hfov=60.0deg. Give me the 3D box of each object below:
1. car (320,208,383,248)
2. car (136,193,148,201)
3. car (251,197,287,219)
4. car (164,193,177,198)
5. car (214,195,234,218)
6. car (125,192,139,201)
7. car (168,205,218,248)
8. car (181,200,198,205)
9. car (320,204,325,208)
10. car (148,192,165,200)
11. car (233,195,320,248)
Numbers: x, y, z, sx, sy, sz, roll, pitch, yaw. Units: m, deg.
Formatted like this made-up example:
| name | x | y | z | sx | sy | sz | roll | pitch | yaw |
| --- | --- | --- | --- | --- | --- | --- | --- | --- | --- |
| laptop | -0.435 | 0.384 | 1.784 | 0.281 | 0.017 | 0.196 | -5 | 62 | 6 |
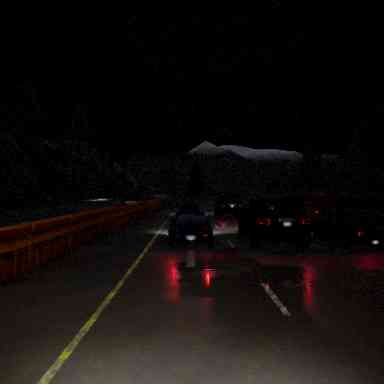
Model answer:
| name | x | y | z | sx | sy | sz | roll | pitch | yaw |
| --- | --- | --- | --- | --- | --- | --- | --- | --- | --- |
| car | 6.933 | 1.616 | 14.835 | 1.895 | 1.301 | 4.718 | 0 | 0 | -1 |
| car | -11.127 | 1.471 | 80.807 | 1.895 | 1.301 | 4.718 | 0 | 0 | 16 |
| car | 6.744 | 1.366 | 29.773 | 2.097 | 1.767 | 4.553 | 0 | 0 | -1 |
| car | -4.460 | 1.442 | 78.675 | 1.994 | 1.385 | 4.181 | 0 | 0 | 16 |
| car | 3.243 | 1.258 | 29.789 | 2.150 | 2.045 | 5.566 | 0 | 0 | -1 |
| car | -14.456 | 1.095 | 81.887 | 2.150 | 2.045 | 5.566 | 0 | 0 | 16 |
| car | -0.066 | 1.533 | 14.716 | 1.812 | 1.442 | 4.674 | 0 | 0 | -1 |
| car | -0.256 | 1.516 | 29.715 | 1.837 | 1.490 | 4.892 | 0 | 0 | -1 |
| car | 10.243 | 1.485 | 29.848 | 1.882 | 1.535 | 5.008 | 0 | 0 | -1 |
| car | -7.798 | 1.108 | 79.727 | 2.150 | 2.045 | 5.566 | 0 | 0 | 16 |
| car | 3.433 | 1.258 | 14.790 | 2.150 | 2.045 | 5.566 | 0 | 0 | -1 |
